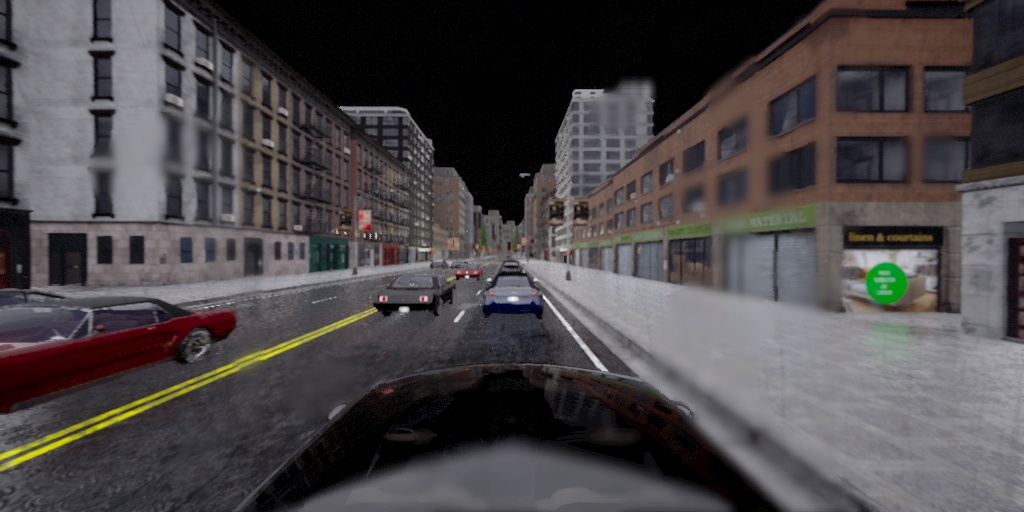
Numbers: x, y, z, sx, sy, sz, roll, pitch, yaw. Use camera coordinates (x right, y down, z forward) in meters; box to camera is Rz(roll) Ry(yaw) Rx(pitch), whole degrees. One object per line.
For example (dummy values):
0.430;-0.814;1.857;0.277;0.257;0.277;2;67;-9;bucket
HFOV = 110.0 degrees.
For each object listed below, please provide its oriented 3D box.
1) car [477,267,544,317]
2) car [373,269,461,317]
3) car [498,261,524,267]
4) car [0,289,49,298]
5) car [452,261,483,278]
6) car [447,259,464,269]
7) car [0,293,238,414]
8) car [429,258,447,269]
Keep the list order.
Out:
0.022;1.273;12.908;1.994;1.385;4.181;0;0;0;car
-3.229;1.302;12.930;1.895;1.301;4.718;0;0;0;car
-0.083;1.148;30.299;1.837;1.490;4.892;0;0;0;car
-9.885;1.275;6.219;1.994;1.385;4.181;0;0;0;car
-3.324;1.243;28.689;1.895;1.301;4.718;0;0;0;car
-6.868;1.126;47.315;1.994;1.385;4.181;0;0;0;car
-6.631;1.323;5.199;1.895;1.301;4.718;0;0;0;car
-10.123;1.069;49.780;1.812;1.442;4.674;0;0;0;car
